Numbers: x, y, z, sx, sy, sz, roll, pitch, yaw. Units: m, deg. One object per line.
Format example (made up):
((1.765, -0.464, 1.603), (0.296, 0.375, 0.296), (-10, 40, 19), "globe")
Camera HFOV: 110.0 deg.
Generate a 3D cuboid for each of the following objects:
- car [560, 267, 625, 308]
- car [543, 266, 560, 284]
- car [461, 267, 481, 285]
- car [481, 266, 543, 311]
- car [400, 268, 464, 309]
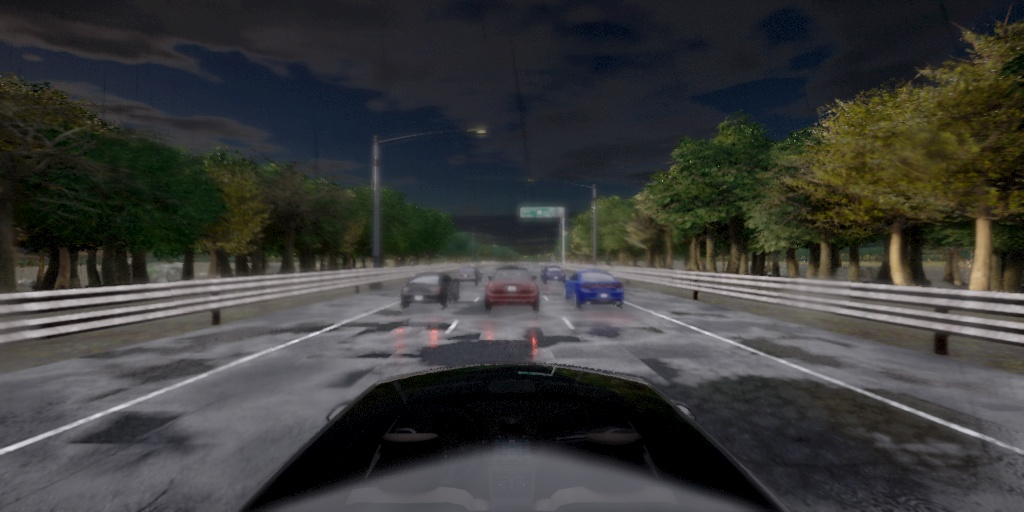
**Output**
((3.522, 1.373, 16.092), (1.882, 1.535, 5.008), (0, 0, 0), "car")
((3.516, 1.578, 30.756), (1.812, 1.442, 4.674), (0, 0, 0), "car")
((-3.497, 1.585, 29.377), (2.033, 1.411, 5.357), (0, -1, 0), "car")
((0.016, 1.238, 15.276), (2.097, 1.767, 4.553), (0, -1, 0), "car")
((-3.482, 1.417, 15.754), (1.812, 1.442, 4.674), (0, 0, 0), "car")
